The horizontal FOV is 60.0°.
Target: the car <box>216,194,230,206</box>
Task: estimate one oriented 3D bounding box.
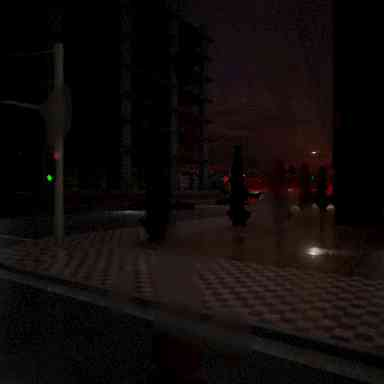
[{"bbox_3d":[5.907,1.492,56.210,1.882,1.535,5.008,0,0,35],"label":"car"}]

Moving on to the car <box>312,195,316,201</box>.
[{"bbox_3d":[28.553,1.469,76.513,1.882,1.535,5.008,0,0,35],"label":"car"}]

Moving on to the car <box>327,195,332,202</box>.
[{"bbox_3d":[31.665,1.544,74.857,1.994,1.385,4.181,0,0,35],"label":"car"}]

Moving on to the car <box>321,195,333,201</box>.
[{"bbox_3d":[34.503,1.417,85.069,1.812,1.442,4.674,0,0,35],"label":"car"}]

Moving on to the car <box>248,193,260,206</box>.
[{"bbox_3d":[8.808,1.417,54.251,2.097,1.767,4.553,0,0,35],"label":"car"}]

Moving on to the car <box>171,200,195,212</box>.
[{"bbox_3d":[-1.659,1.600,39.369,1.895,1.301,4.718,0,0,35],"label":"car"}]

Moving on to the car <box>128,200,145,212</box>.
[{"bbox_3d":[-5.627,1.563,39.795,1.994,1.385,4.181,0,0,35],"label":"car"}]
